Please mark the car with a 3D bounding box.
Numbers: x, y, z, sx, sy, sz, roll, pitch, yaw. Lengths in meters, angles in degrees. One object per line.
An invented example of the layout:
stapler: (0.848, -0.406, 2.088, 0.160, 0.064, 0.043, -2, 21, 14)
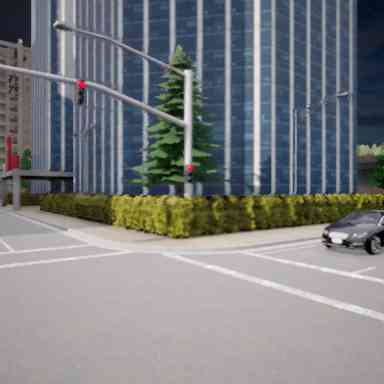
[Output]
car: (7.238, 1.494, 13.446, 4.902, 1.511, 2.128, 0, 0, -35)
